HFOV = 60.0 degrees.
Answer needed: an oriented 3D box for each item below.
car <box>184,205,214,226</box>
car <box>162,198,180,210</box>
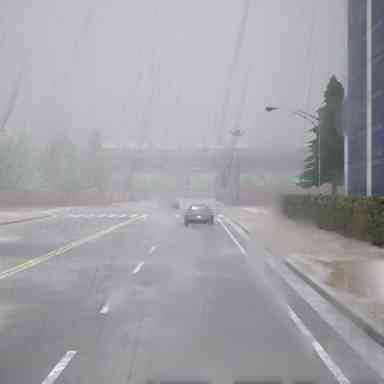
[{"bbox_3d":[0.486,1.564,23.230,1.994,1.385,4.181,0,0,1],"label":"car"},{"bbox_3d":[-2.668,1.518,42.914,1.994,1.385,4.181,0,0,1],"label":"car"}]
